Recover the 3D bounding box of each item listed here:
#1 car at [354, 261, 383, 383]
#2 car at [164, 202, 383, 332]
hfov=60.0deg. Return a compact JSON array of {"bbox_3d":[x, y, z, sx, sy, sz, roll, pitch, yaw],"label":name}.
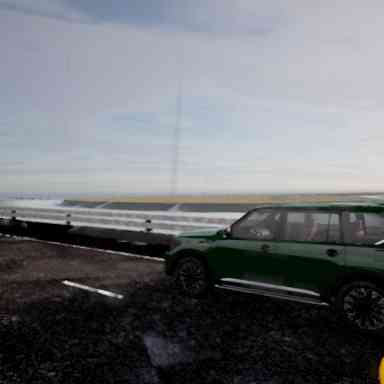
[{"bbox_3d":[3.626,1.478,1.410,5.008,1.535,1.882,0,0,35],"label":"car"},{"bbox_3d":[2.024,1.223,6.839,5.566,2.045,2.150,0,0,35],"label":"car"}]
